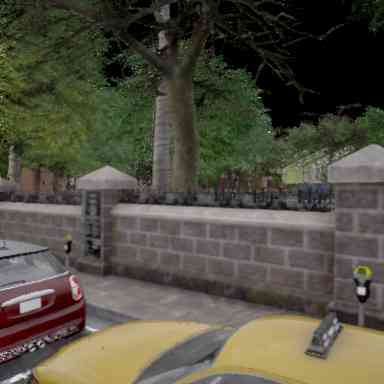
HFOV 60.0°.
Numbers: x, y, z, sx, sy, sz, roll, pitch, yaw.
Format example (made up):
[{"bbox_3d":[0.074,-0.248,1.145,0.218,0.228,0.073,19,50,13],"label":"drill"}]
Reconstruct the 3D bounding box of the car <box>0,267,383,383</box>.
[{"bbox_3d":[0.659,1.532,2.322,4.829,1.417,1.752,-1,1,36],"label":"car"}]

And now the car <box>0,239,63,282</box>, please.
[{"bbox_3d":[-3.642,1.494,5.386,4.097,1.590,1.967,-1,1,36],"label":"car"}]
